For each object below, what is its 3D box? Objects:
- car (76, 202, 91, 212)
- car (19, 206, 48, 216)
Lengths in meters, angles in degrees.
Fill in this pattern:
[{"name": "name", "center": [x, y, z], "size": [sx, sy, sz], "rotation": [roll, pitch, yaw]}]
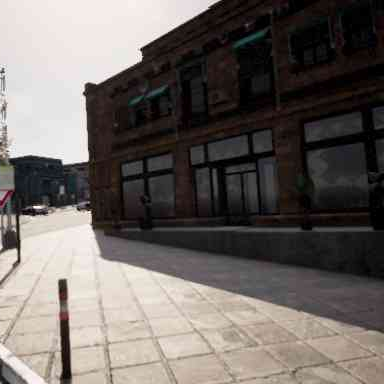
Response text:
[{"name": "car", "center": [-17.532, 2.360, 55.644], "size": [2.128, 1.511, 4.902], "rotation": [-4, 1, 11]}, {"name": "car", "center": [-21.206, 2.525, 44.450], "size": [5.357, 1.411, 2.033], "rotation": [-4, -2, 41]}]
